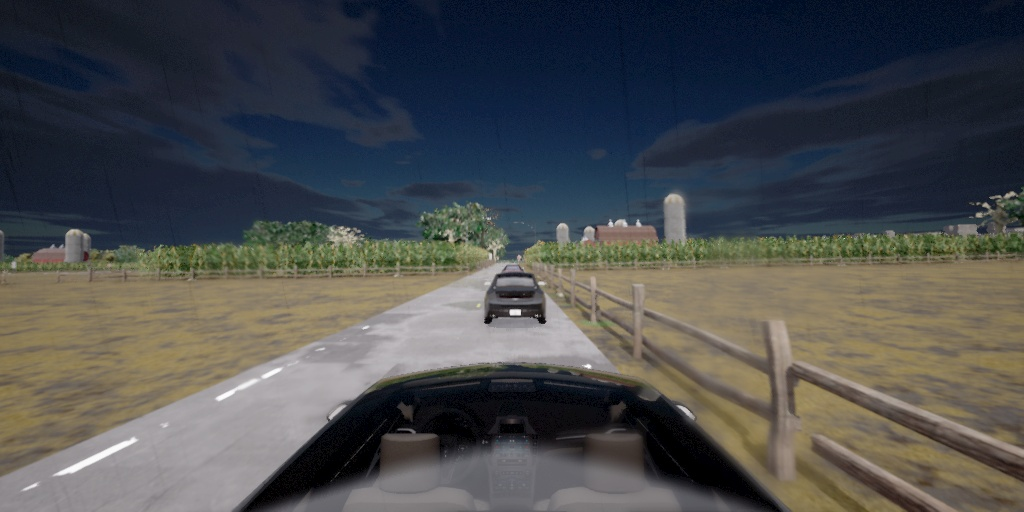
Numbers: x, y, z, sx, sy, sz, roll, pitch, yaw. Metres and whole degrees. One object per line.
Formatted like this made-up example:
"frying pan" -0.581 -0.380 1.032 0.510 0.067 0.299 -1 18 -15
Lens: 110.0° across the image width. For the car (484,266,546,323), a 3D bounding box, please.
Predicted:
"car" 0.092 1.296 12.317 1.837 1.490 4.892 0 0 0
